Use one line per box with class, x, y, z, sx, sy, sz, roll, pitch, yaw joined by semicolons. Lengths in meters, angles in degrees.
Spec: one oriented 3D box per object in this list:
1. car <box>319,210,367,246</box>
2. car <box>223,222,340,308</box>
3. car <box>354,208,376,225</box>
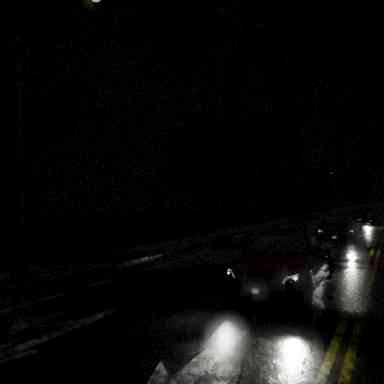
car;7.884;1.875;17.591;1.812;1.442;4.674;-2;-2;31
car;2.468;1.735;8.679;1.812;1.442;4.674;-2;-2;31
car;14.896;2.100;29.088;1.994;1.385;4.181;-2;-2;31
